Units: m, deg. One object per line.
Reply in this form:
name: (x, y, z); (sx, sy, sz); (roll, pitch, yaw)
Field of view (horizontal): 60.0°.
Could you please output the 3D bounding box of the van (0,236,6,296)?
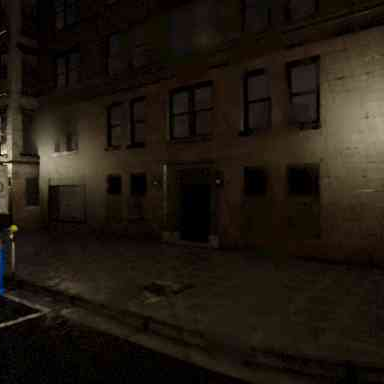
van: (-5.406, 1.345, 6.681); (3.998, 1.788, 1.690); (0, 0, 36)
